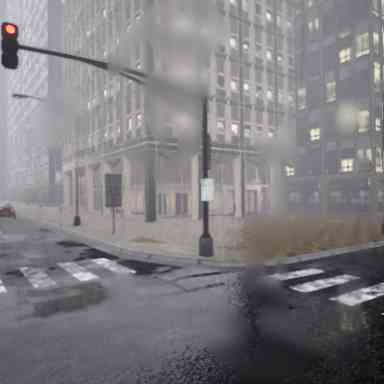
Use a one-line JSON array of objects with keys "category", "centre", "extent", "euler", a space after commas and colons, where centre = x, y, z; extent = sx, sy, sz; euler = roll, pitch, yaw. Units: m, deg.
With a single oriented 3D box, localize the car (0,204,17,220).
[{"category": "car", "centre": [-15.898, 1.623, 28.008], "extent": [1.802, 1.307, 4.206], "euler": [1, -1, -36]}]
